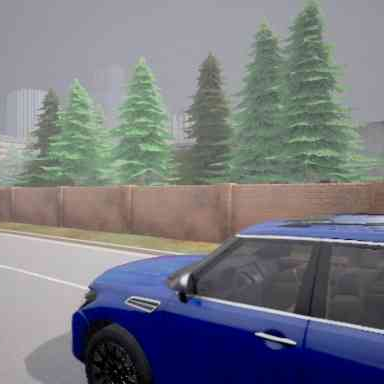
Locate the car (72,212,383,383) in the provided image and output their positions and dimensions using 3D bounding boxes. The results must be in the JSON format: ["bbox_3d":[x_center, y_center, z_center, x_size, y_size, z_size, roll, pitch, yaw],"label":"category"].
[{"bbox_3d":[1.268,1.223,3.091,5.566,2.045,2.150,0,0,36],"label":"car"}]
